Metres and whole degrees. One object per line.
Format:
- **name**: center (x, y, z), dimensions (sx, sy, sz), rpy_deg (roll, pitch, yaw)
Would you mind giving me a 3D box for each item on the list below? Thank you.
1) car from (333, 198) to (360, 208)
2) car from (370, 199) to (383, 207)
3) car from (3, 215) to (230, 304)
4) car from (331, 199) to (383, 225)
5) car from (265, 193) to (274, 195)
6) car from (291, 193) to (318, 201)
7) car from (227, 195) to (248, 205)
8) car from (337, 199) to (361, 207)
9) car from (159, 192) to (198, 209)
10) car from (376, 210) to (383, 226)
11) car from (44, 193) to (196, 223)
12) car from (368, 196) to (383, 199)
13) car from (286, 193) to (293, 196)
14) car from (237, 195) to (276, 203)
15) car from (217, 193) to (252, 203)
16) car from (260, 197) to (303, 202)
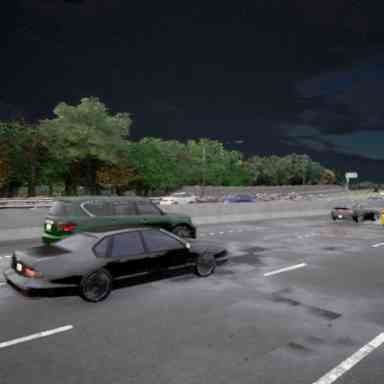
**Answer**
- **car**: center (25.679, 1.846, 55.152), dimensions (4.902, 1.511, 2.128), rpy_deg (2, -1, -41)
- **car**: center (41.649, 2.417, 73.714), dimensions (4.902, 1.511, 2.128), rpy_deg (2, -1, -41)
- **car**: center (-1.462, 1.510, 8.114), dimensions (5.357, 1.411, 2.033), rpy_deg (0, 0, -41)
- **car**: center (12.091, 1.520, 24.580), dimensions (4.902, 1.511, 2.128), rpy_deg (1, 0, -41)
- **car**: center (16.746, 1.122, 72.752), dimensions (2.097, 1.767, 4.553), rpy_deg (1, 1, 33)
- **car**: center (18.549, 1.567, 53.638), dimensions (4.553, 1.767, 2.097), rpy_deg (1, -1, -41)
- **car**: center (8.191, 1.369, 59.637), dimensions (1.882, 1.535, 5.008), rpy_deg (1, 1, 33)
- **car**: center (30.024, 2.045, 63.574), dimensions (5.357, 1.411, 2.033), rpy_deg (1, -1, -41)
- **car**: center (-1.748, 1.113, 45.124), dimensions (2.150, 2.045, 5.566), rpy_deg (1, 0, 37)
- **car**: center (14.141, 1.527, 21.724), dimensions (5.008, 1.535, 1.882), rpy_deg (1, 0, -41)
- **car**: center (-2.371, 1.163, 11.966), dimensions (5.566, 2.045, 2.150), rpy_deg (0, 0, -41)
- **car**: center (34.413, 1.816, 62.756), dimensions (5.566, 2.045, 2.150), rpy_deg (2, -1, -41)
- **car**: center (25.643, 1.012, 85.601), dimensions (1.882, 1.535, 5.008), rpy_deg (1, 2, 36)
- **car**: center (8.104, 1.493, 39.932), dimensions (4.902, 1.511, 2.128), rpy_deg (1, 0, -41)
- **car**: center (5.691, 1.196, 42.469), dimensions (5.566, 2.045, 2.150), rpy_deg (1, 0, -41)
- **car**: center (10.021, 1.544, 36.962), dimensions (4.674, 1.442, 1.812), rpy_deg (1, 0, -41)
